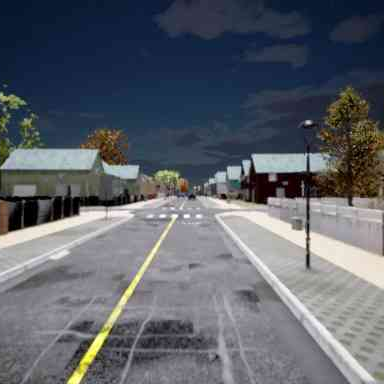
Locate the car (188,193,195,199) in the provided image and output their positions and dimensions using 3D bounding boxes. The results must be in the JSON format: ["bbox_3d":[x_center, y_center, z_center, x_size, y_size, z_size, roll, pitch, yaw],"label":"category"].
[{"bbox_3d":[-0.002,1.006,88.428,1.812,1.442,4.674,0,0,0],"label":"car"}]

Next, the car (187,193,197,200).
[{"bbox_3d":[-0.003,1.136,78.007,1.837,1.490,4.892,0,0,0],"label":"car"}]

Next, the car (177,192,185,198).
[{"bbox_3d":[-2.752,0.800,82.596,2.033,1.411,5.357,0,0,0],"label":"car"}]
